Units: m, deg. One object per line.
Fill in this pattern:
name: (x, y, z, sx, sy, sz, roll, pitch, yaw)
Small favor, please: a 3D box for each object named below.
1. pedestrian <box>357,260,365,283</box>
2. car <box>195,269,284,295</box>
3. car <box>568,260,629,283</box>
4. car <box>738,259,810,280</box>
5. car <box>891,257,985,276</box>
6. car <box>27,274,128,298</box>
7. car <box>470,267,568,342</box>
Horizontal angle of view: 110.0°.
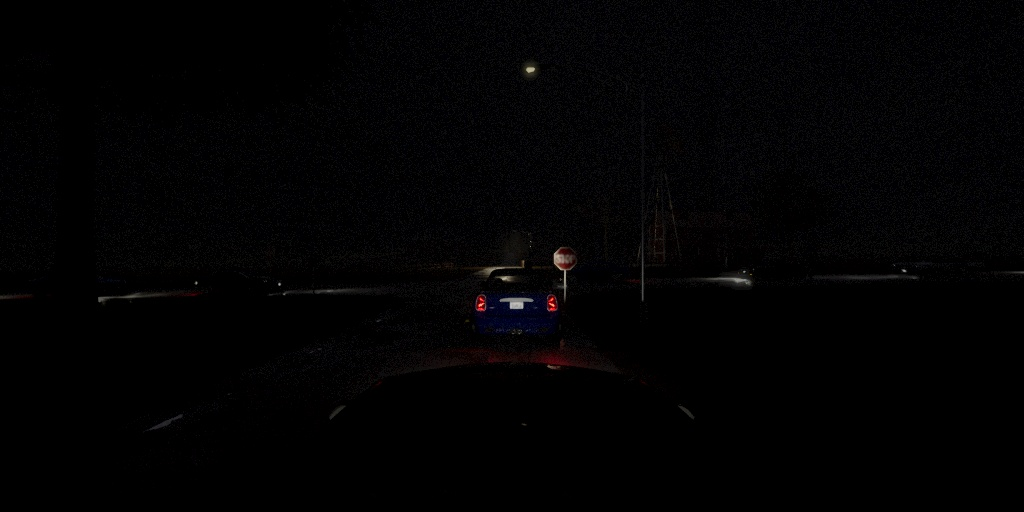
pedestrian: (-12.145, 1.215, 28.819, 0.375, 1.860, 0.375, 0, 2, 0)
car: (-17.288, 1.586, 22.878, 4.902, 1.511, 2.128, -1, 1, 0)
car: (5.789, 1.082, 25.696, 5.008, 1.535, 1.882, -1, 1, 0)
car: (18.626, 0.916, 25.611, 4.181, 1.385, 1.994, -1, 1, 2)
car: (30.211, 0.717, 25.559, 4.718, 1.301, 1.895, -1, 1, 0)
car: (-27.695, 1.763, 22.938, 5.008, 1.535, 1.882, -1, 1, 0)
car: (0.103, 1.104, 9.979, 2.097, 1.767, 4.553, 0, 0, 0)
